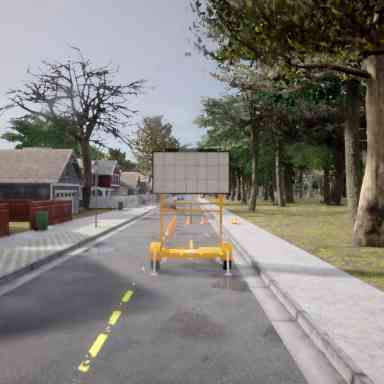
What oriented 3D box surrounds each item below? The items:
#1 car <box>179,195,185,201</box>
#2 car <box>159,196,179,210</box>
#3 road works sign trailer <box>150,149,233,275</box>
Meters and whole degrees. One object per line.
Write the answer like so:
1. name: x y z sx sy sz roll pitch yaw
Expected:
1. car: -2.949 1.609 90.371 2.033 1.411 5.357 0 0 0
2. car: -2.926 1.536 40.849 1.812 1.442 4.674 0 0 0
3. road works sign trailer: -0.022 0.464 10.375 2.380 3.560 2.880 0 0 0
